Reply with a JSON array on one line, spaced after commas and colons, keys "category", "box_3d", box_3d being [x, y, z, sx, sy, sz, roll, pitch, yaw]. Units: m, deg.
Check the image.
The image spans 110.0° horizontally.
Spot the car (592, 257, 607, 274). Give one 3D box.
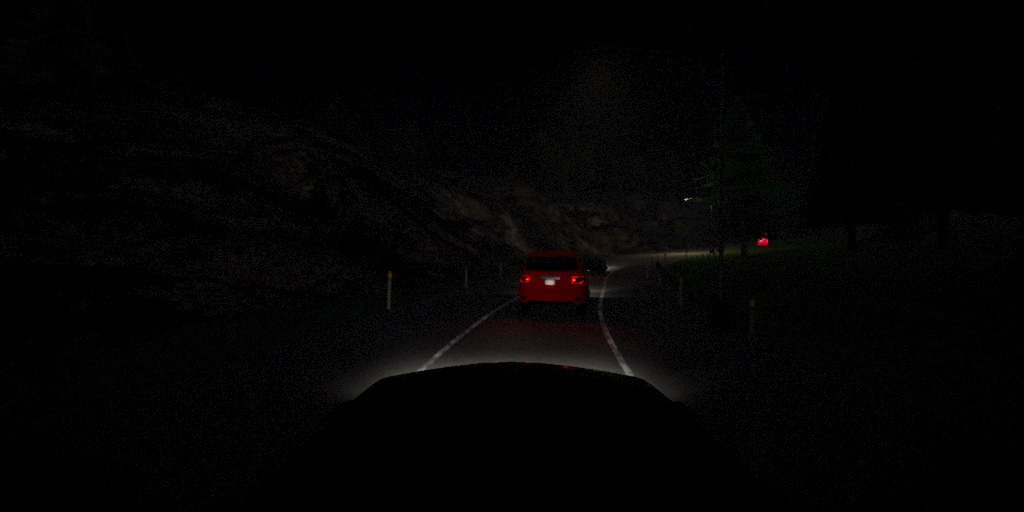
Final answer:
[{"category": "car", "box_3d": [6.625, 0.709, 29.550, 1.895, 1.301, 4.718, 0, 2, 22]}]

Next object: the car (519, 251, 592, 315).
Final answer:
[{"category": "car", "box_3d": [1.713, 0.822, 13.226, 2.150, 2.045, 5.566, 0, 1, 13]}]
